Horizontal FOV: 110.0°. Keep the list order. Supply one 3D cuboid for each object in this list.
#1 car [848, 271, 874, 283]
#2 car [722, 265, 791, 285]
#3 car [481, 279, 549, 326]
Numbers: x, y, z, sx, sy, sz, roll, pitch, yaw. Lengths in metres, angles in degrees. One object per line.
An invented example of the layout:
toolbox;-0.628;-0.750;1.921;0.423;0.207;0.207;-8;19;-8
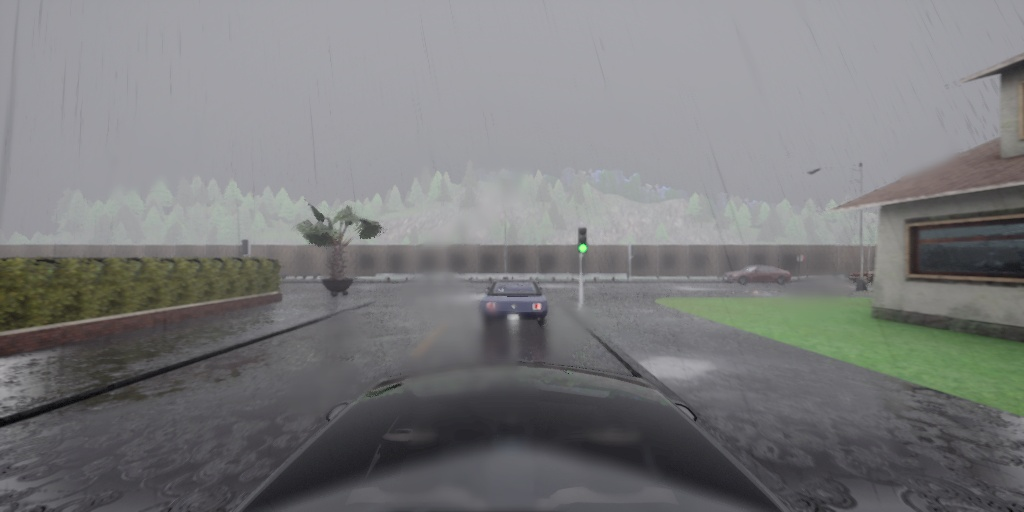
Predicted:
car;28.573;1.498;27.249;4.718;1.301;1.895;0;0;0
car;18.531;1.424;27.219;4.674;1.442;1.812;0;0;-1
car;0.083;1.411;11.952;1.895;1.301;4.718;0;0;0
